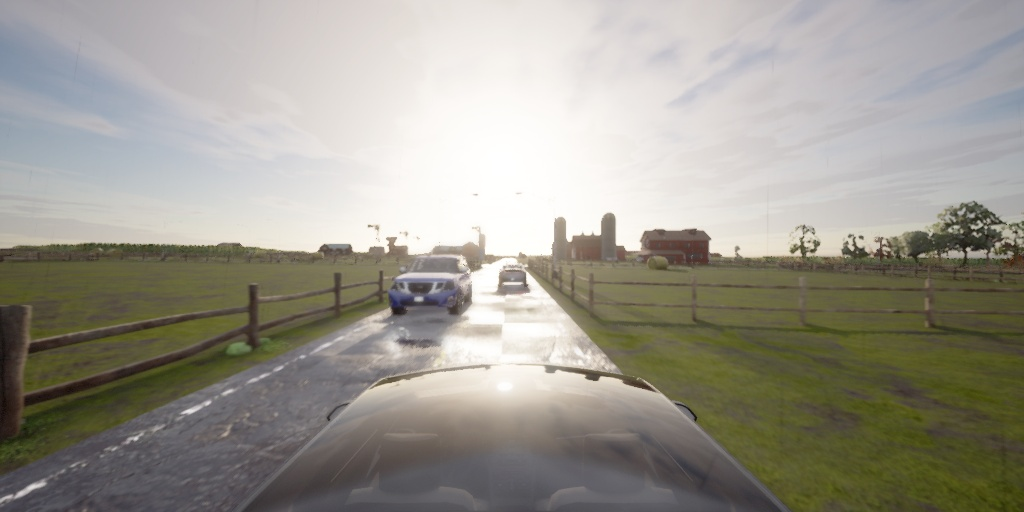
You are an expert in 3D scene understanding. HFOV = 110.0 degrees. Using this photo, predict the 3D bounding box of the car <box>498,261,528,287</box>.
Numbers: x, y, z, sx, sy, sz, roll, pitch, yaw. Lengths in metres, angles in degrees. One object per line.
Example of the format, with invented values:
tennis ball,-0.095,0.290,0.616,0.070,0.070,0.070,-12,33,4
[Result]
car,0.055,1.205,24.285,2.128,1.511,4.902,0,0,0

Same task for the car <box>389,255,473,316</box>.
car,-2.775,0.954,13.558,2.150,2.045,5.566,0,0,0
